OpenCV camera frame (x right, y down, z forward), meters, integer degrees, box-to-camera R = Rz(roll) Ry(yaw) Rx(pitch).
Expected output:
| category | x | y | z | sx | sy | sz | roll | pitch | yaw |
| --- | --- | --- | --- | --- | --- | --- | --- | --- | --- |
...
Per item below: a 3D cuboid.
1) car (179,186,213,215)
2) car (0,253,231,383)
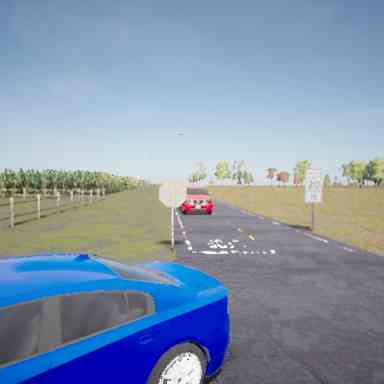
| category | x | y | z | sx | sy | sz | roll | pitch | yaw |
| --- | --- | --- | --- | --- | --- | --- | --- | --- | --- |
| car | 0.210 | 0.568 | 25.251 | 2.150 | 2.045 | 5.566 | 0 | 2 | -5 |
| car | -1.797 | 1.429 | 2.988 | 5.008 | 1.535 | 1.882 | -1 | 5 | -40 |
